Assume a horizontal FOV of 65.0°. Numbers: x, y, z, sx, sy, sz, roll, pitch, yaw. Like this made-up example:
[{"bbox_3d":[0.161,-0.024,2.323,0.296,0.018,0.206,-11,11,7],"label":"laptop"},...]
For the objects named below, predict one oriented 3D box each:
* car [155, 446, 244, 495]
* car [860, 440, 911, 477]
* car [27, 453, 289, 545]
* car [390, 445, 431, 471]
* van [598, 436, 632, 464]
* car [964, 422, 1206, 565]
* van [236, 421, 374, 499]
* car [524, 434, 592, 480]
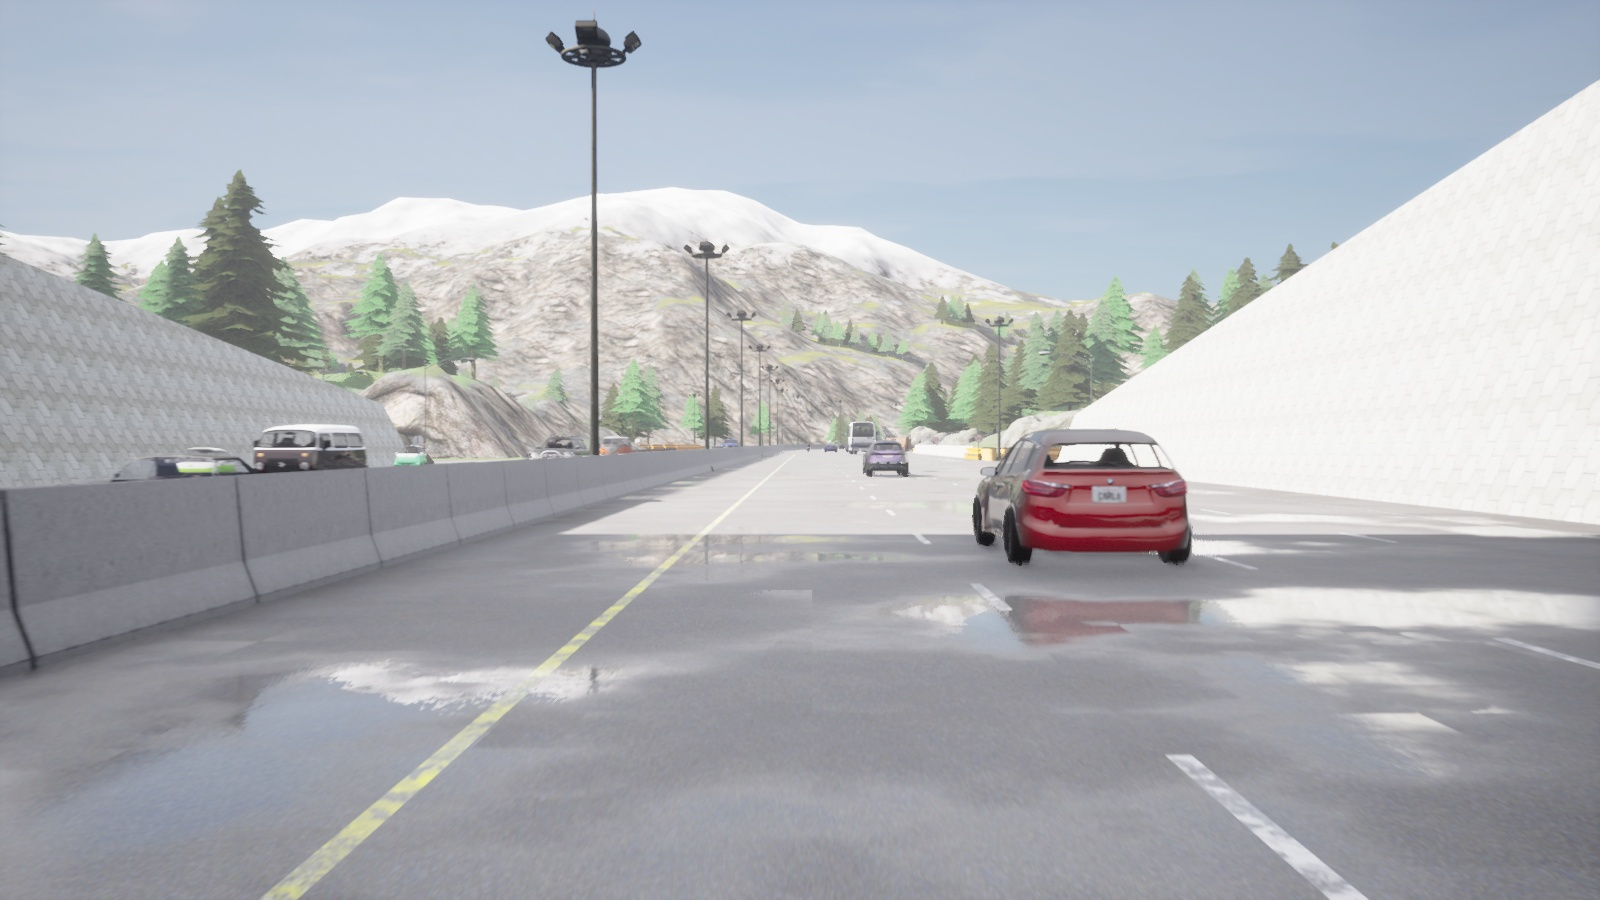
[{"bbox_3d":[-17.252,0.583,36.170,1.481,1.376,2.207,0,0,0],"label":"car"},{"bbox_3d":[3.888,0.354,57.641,2.033,1.649,4.856,0,0,0],"label":"car"},{"bbox_3d":[-10.352,0.722,20.729,1.895,1.301,4.718,0,0,0],"label":"car"},{"bbox_3d":[-20.556,0.411,66.300,1.481,1.376,2.207,0,0,0],"label":"car"},{"bbox_3d":[-13.394,-0.026,91.285,1.775,1.987,4.442,0,0,0],"label":"van"},{"bbox_3d":[3.624,0.498,16.949,2.242,1.667,4.611,0,0,0],"label":"car"},{"bbox_3d":[-13.757,0.261,35.218,2.069,2.038,4.480,0,0,0],"label":"van"},{"bbox_3d":[-10.143,0.257,52.909,1.932,1.855,4.605,0,0,0],"label":"car"}]
